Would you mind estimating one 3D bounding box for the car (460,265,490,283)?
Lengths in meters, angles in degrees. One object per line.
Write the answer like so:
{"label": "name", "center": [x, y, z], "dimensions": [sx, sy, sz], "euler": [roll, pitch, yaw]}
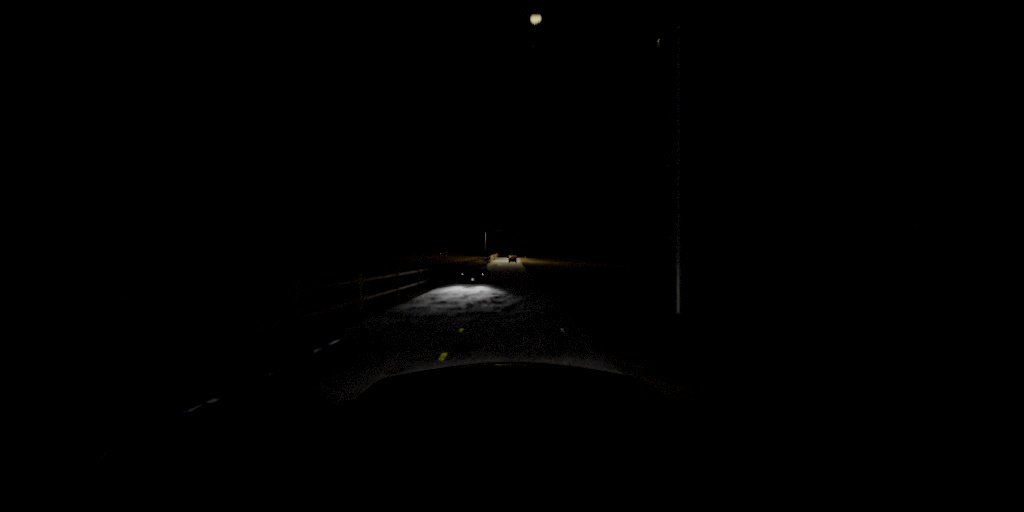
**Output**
{"label": "car", "center": [-2.739, 1.329, 27.252], "dimensions": [1.895, 1.301, 4.718], "euler": [0, 0, 0]}
